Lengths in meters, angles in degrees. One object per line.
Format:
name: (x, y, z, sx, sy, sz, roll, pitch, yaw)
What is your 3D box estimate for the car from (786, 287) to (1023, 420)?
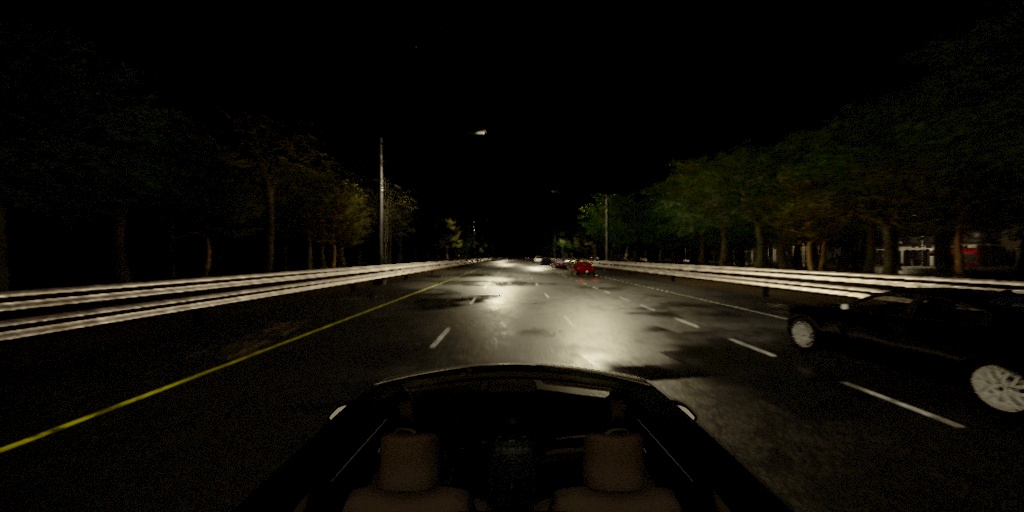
car: (7.000, 1.244, 5.892, 1.882, 1.535, 5.008, 0, 0, 0)

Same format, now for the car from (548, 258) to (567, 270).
car: (7.118, 1.334, 54.031, 2.033, 1.411, 5.357, 0, 0, 0)

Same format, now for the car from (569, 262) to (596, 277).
car: (7.051, 1.302, 35.974, 1.812, 1.442, 4.674, 0, 0, 0)
